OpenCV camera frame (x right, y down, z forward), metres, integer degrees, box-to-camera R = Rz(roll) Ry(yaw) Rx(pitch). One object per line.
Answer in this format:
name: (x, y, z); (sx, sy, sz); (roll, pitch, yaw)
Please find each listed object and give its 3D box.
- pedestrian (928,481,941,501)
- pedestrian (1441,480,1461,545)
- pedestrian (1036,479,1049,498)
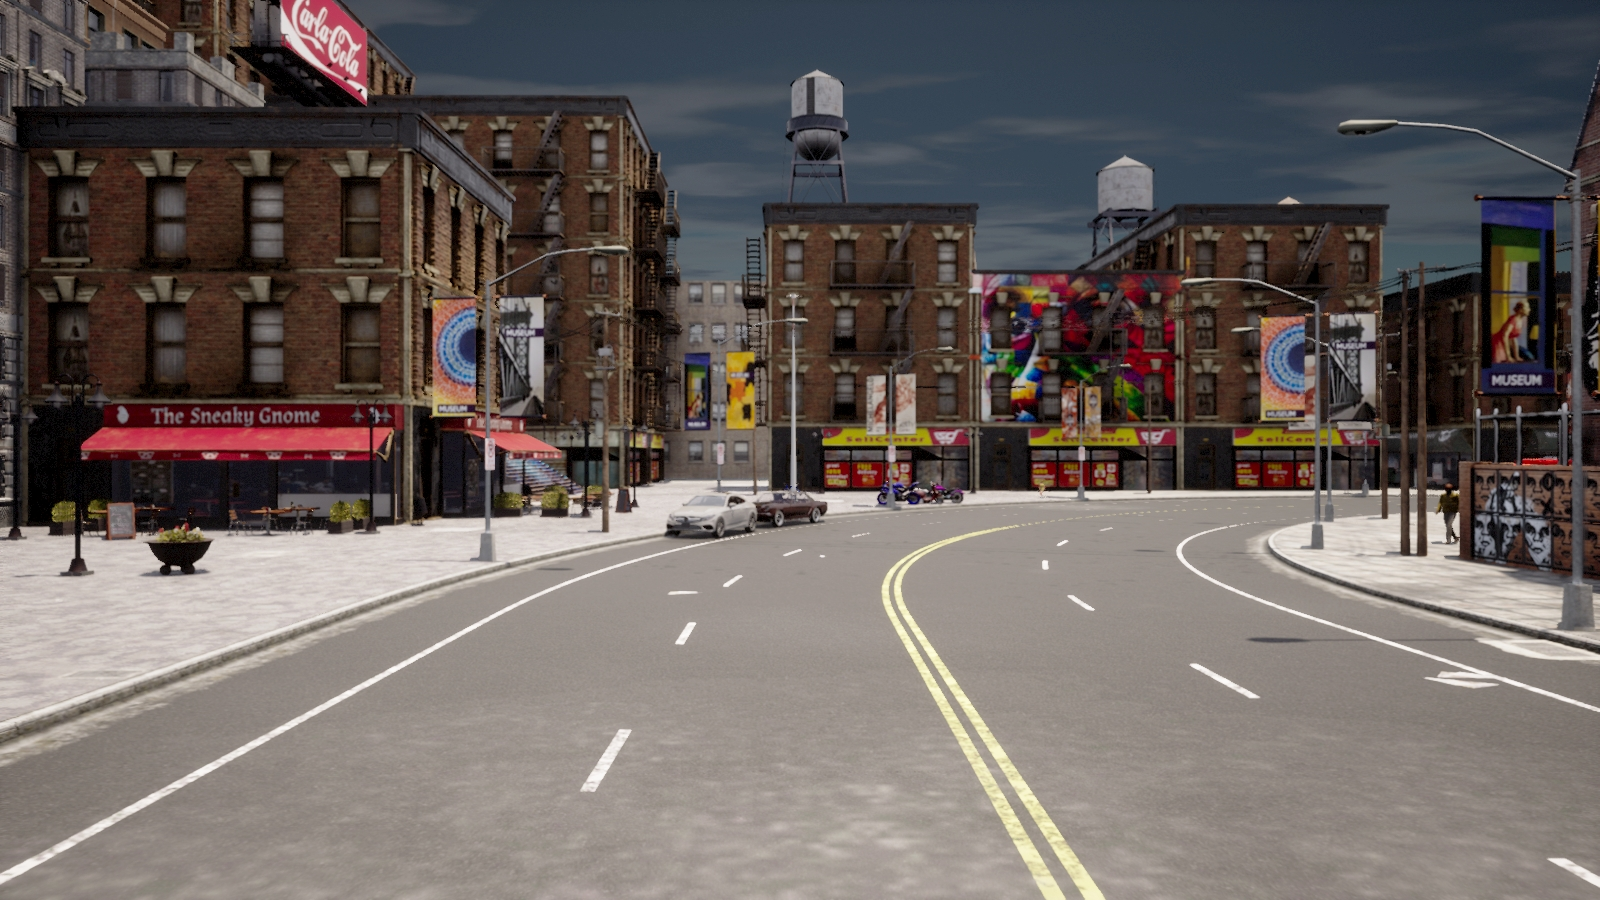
pedestrian: (7.375, 2.253, 62.507); (0.500, 1.100, 0.500); (0, 0, -34)
pedestrian: (18.859, 1.792, 33.100); (0.375, 1.860, 0.375); (0, 0, -36)
pedestrian: (14.197, 2.265, 66.894); (0.500, 1.100, 0.500); (0, 0, -34)
